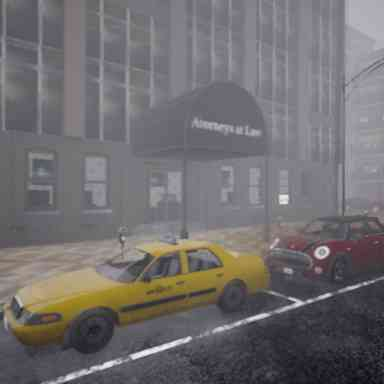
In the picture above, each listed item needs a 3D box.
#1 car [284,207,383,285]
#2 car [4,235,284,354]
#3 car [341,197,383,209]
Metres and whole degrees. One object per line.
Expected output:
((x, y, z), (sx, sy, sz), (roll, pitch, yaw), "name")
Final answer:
((4.013, 1.425, 9.415), (4.097, 1.590, 1.967), (0, 1, -36), "car")
((-0.650, 1.520, 6.087), (4.829, 1.417, 1.752), (0, 1, -36), "car")
((17.152, 1.200, 33.008), (1.887, 1.381, 4.507), (2, 0, -36), "car")
